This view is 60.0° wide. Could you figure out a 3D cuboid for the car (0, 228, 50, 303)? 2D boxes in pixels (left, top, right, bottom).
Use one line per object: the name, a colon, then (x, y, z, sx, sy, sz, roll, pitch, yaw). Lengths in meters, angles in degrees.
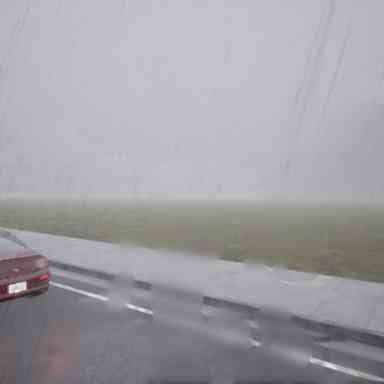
car: (-4.858, 1.448, 7.027, 4.674, 1.442, 1.812, 1, 0, 35)
